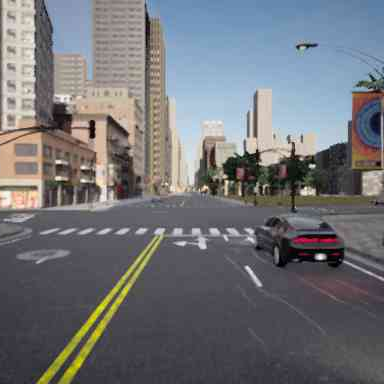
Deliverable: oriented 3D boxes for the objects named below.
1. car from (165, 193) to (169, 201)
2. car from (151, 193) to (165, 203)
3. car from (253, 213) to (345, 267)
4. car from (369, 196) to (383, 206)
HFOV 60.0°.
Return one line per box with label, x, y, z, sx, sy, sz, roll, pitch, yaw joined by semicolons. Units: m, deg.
car;-6.594;1.128;78.413;2.097;1.767;4.553;0;0;0
car;-6.620;1.352;62.806;1.812;1.442;4.674;0;0;1
car;3.371;1.483;11.317;1.837;1.490;4.892;0;0;-2
car;26.885;1.224;45.450;5.357;1.411;2.033;-1;0;-22
